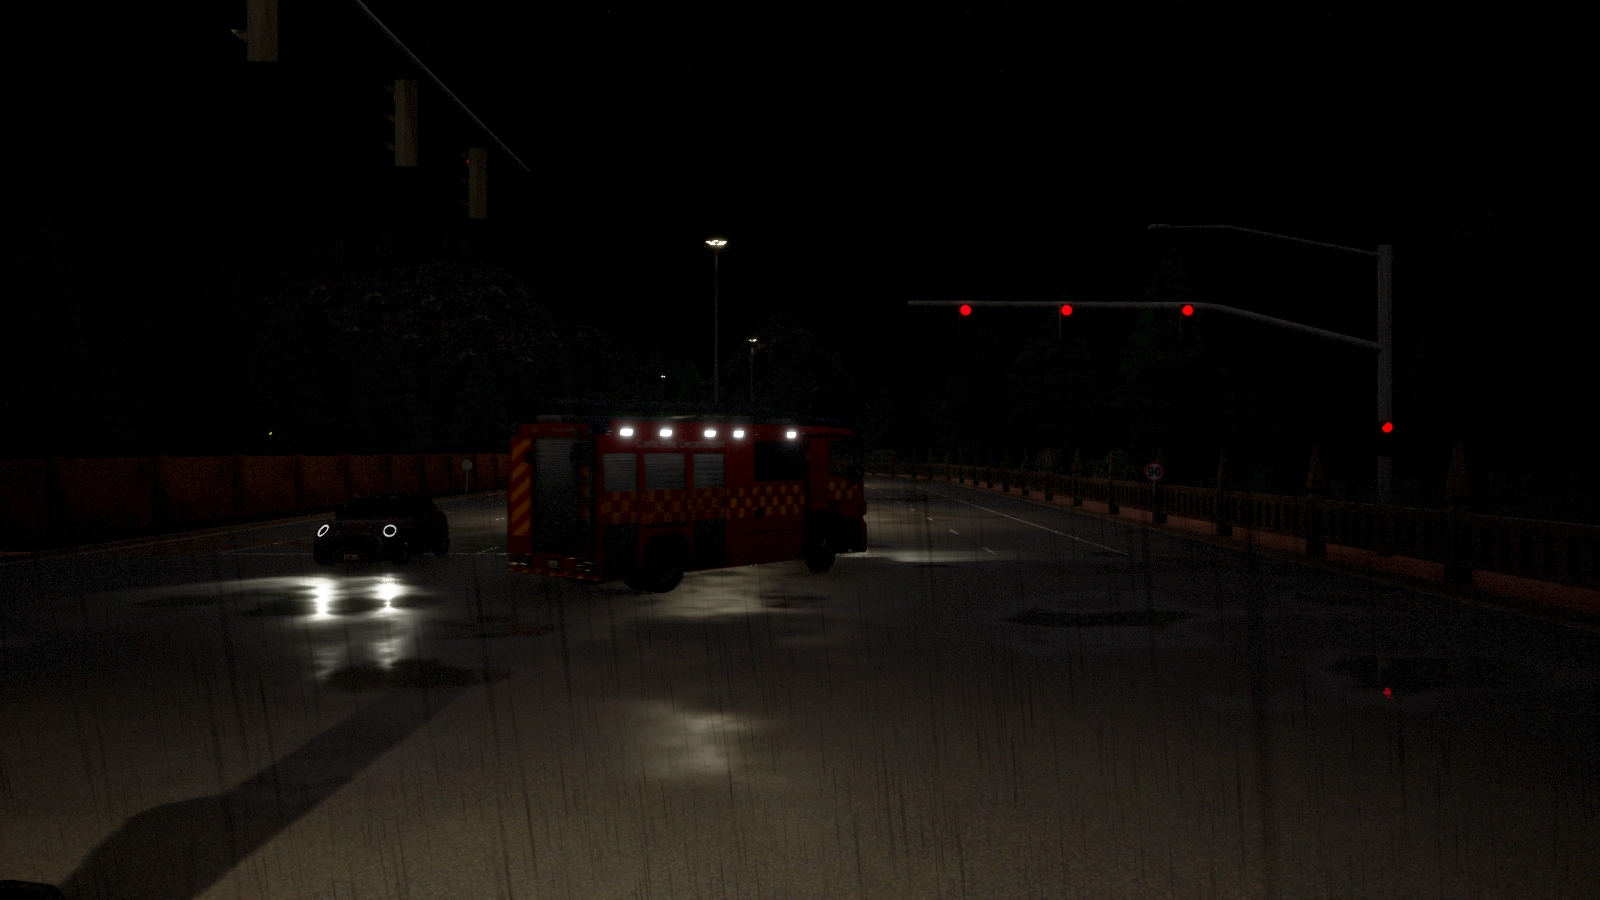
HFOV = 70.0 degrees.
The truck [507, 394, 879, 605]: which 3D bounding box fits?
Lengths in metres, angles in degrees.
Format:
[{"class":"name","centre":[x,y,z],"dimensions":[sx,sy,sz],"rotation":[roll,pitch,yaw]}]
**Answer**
[{"class":"truck","centre":[-1.952,0.890,24.909],"dimensions":[2.891,3.827,8.468],"rotation":[0,0,40]}]

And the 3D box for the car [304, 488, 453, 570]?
[{"class":"car","centre":[-10.504,1.906,28.861],"dimensions":[2.097,1.767,4.553],"rotation":[0,0,0]}]
